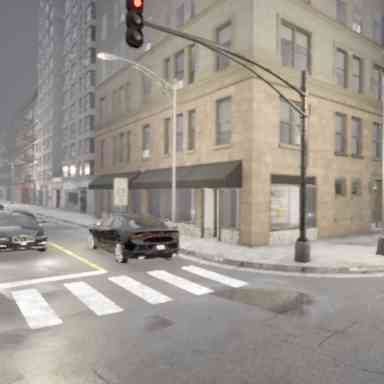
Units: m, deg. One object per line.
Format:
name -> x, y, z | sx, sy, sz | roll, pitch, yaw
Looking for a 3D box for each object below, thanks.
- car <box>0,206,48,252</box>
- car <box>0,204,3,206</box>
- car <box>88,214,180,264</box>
car -> -7.176, 1.515, 13.354 | 1.837, 1.490, 4.892 | 1, 0, -36
car -> -12.837, 1.478, 21.168 | 1.882, 1.535, 5.008 | 1, 0, -36
car -> -2.315, 1.529, 12.260 | 1.882, 1.535, 5.008 | 2, -1, -33
